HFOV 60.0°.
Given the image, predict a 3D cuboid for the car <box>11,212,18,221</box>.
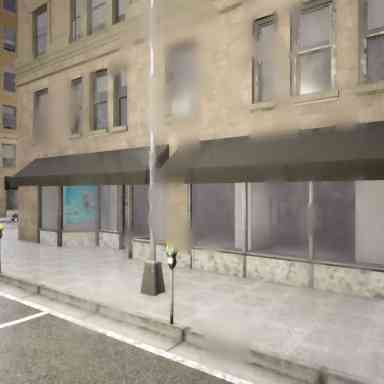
[{"bbox_3d":[-11.120,1.636,26.094,2.033,1.411,5.357,0,0,36],"label":"car"}]
